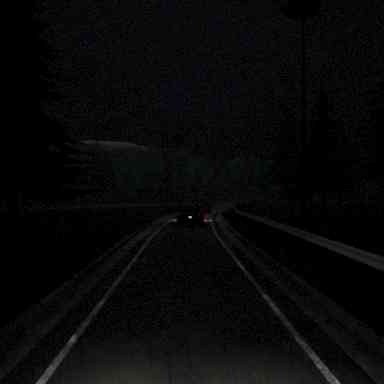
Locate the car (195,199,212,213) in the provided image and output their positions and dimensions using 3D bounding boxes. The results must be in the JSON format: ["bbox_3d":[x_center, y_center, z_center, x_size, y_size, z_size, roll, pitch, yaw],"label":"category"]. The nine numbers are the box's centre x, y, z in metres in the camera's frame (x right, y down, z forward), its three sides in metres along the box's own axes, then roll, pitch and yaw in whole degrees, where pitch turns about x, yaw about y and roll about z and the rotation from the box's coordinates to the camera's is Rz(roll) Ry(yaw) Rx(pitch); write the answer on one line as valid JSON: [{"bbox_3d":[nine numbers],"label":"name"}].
[{"bbox_3d":[1.357,1.634,41.860,2.097,1.767,4.553,0,-1,8],"label":"car"}]

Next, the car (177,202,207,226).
[{"bbox_3d":[-0.075,1.738,25.299,1.994,1.385,4.181,0,0,2],"label":"car"}]
